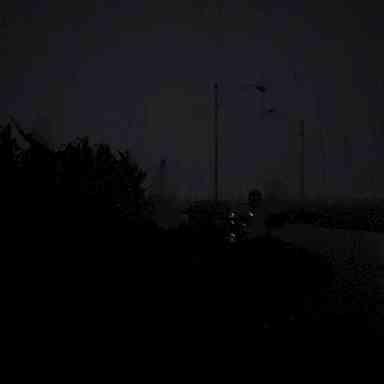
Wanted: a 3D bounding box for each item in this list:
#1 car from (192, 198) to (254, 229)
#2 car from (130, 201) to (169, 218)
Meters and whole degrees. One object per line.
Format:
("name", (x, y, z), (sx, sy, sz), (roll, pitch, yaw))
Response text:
("car", (1.811, 1.298, 21.237), (2.097, 1.767, 4.553), (0, 0, -36))
("car", (-4.087, 1.461, 29.442), (2.033, 1.411, 5.357), (0, 0, -36))
